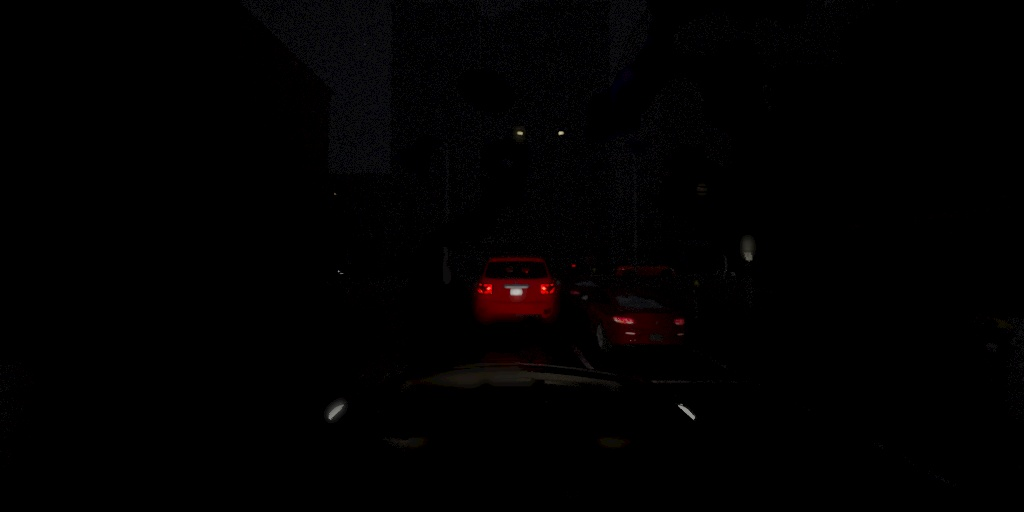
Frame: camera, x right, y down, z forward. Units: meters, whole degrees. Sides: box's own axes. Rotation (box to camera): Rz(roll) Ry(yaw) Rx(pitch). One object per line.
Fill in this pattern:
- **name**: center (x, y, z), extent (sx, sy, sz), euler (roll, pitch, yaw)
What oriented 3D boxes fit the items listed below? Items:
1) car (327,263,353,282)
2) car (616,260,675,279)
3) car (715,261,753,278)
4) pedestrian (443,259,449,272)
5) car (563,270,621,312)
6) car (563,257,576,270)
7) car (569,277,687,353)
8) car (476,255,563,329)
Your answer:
- **car**: center (-16.051, 1.387, 30.469), extent (4.553, 1.767, 2.097), euler (-1, -1, 0)
- **car**: center (11.232, 1.107, 30.235), extent (4.553, 1.767, 2.097), euler (0, -1, 0)
- **car**: center (21.439, 1.218, 33.099), extent (5.008, 1.535, 1.882), euler (0, -1, 0)
- **pedestrian**: center (-6.670, 1.208, 36.254), extent (0.375, 1.860, 0.375), euler (0, -1, 0)
- **car**: center (2.693, 1.394, 14.125), extent (1.802, 1.307, 4.207), euler (0, 0, 0)
- **car**: center (3.132, 1.125, 33.260), extent (5.566, 2.045, 2.150), euler (0, -1, 0)
- **car**: center (2.668, 1.366, 8.686), extent (1.802, 1.307, 4.207), euler (0, 0, 0)
- **car**: center (0.141, 1.018, 11.588), extent (2.150, 2.045, 5.566), euler (0, -1, 1)
